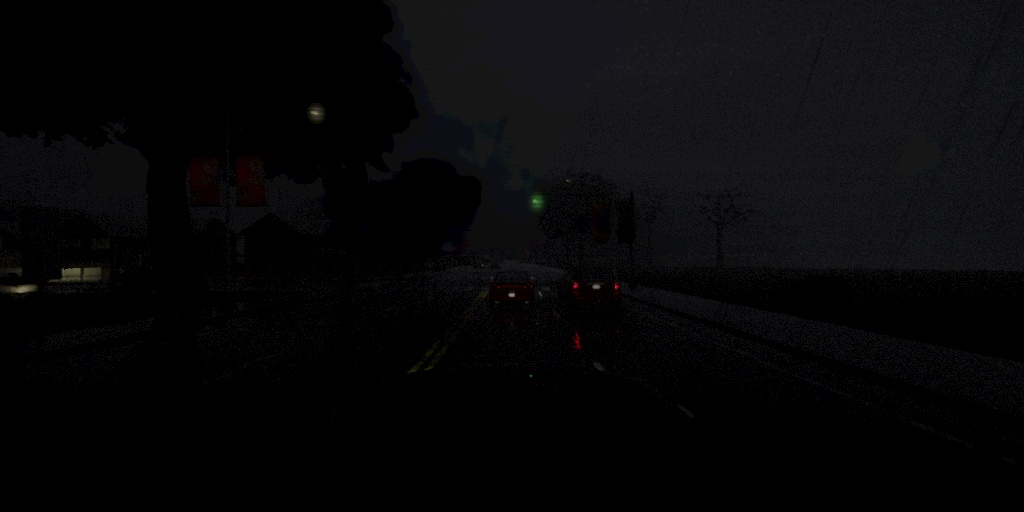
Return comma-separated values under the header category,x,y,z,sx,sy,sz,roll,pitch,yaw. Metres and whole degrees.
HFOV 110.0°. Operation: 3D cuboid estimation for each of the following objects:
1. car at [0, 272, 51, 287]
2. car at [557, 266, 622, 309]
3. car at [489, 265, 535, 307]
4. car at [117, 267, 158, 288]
category,x,y,z,sx,sy,sz,roll,pitch,yaw
car,-44.133,2.067,31.722,4.718,1.301,1.895,-1,0,1
car,3.246,1.235,15.911,2.097,1.767,4.553,0,-1,0
car,-0.001,1.366,16.317,1.882,1.535,5.008,0,0,0
car,-28.709,1.661,28.855,4.553,1.767,2.097,0,0,0
